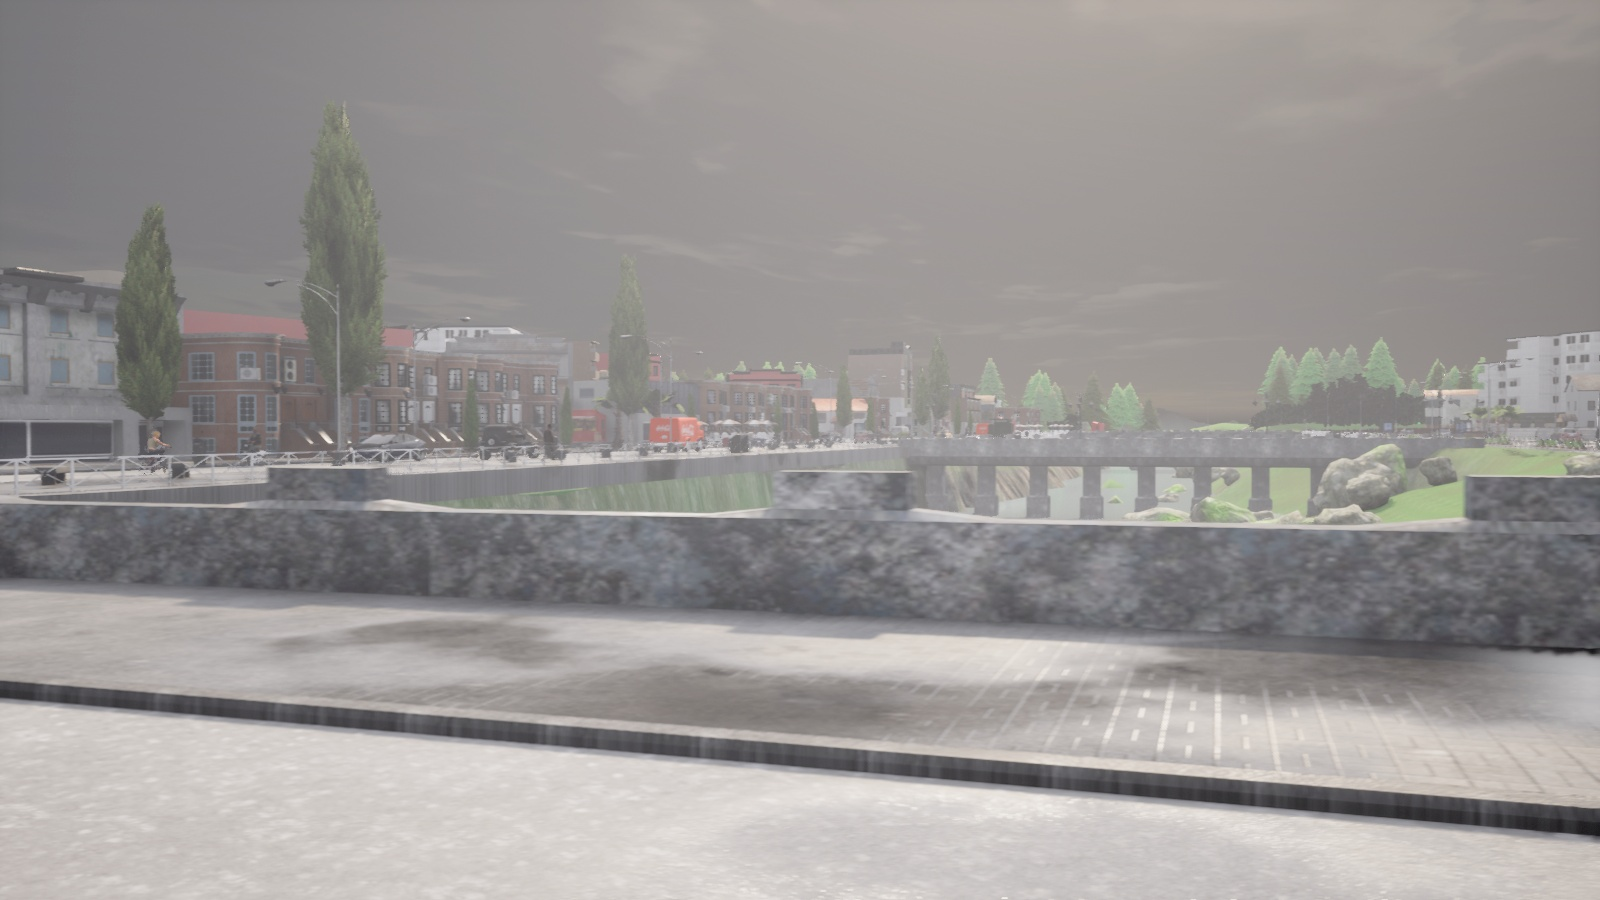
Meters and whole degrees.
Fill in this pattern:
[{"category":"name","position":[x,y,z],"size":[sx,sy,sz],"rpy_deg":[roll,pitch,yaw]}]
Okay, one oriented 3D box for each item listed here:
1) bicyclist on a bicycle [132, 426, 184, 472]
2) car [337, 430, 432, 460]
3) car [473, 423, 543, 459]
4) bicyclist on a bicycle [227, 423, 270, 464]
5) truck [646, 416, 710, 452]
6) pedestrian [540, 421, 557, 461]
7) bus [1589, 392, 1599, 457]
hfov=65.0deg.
[{"category":"bicyclist on a bicycle","position":[-23.236,-0.053,45.480],"size":[0.866,1.612,1.509],"rpy_deg":[1,1,19]},{"category":"car","position":[-21.172,-0.281,64.177],"size":[2.163,1.488,4.792],"rpy_deg":[1,1,19]},{"category":"car","position":[-15.730,-0.523,67.811],"size":[1.905,1.878,3.866],"rpy_deg":[1,1,19]},{"category":"bicyclist on a bicycle","position":[-24.199,-0.277,55.168],"size":[0.659,1.776,1.843],"rpy_deg":[1,1,19]},{"category":"truck","position":[-8.584,-1.119,89.061],"size":[2.627,2.467,5.204],"rpy_deg":[1,1,19]},{"category":"pedestrian","position":[-11.625,-0.436,58.017],"size":[0.431,1.840,0.703],"rpy_deg":[1,1,24]},{"category":"bus","position":[52.809,-1.603,78.136],"size":[3.944,4.253,10.273],"rpy_deg":[1,1,19]}]
